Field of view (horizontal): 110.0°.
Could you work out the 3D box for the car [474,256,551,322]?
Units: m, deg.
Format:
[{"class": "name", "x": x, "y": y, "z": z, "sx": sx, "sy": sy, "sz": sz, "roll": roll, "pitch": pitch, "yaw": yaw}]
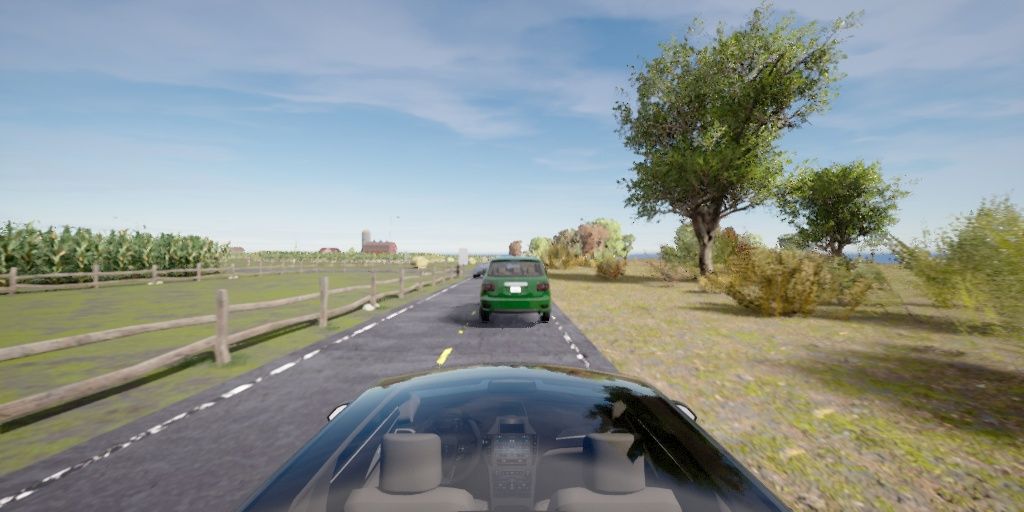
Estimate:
[{"class": "car", "x": 0.105, "y": 1.039, "z": 12.671, "sx": 2.150, "sy": 2.045, "sz": 5.566, "roll": 0, "pitch": 0, "yaw": 0}]
